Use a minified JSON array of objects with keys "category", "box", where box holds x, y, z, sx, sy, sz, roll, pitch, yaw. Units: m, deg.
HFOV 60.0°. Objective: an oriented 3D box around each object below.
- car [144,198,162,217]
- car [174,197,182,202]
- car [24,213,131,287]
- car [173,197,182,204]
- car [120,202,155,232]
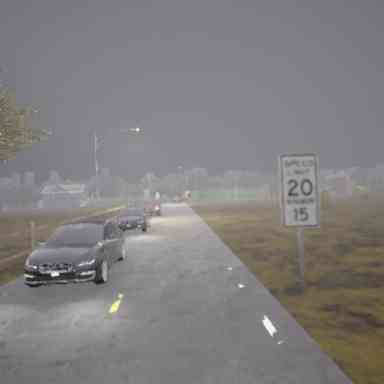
[{"category":"car","box":[-4.143,1.547,33.267,2.097,1.767,4.553,-2,0,-2]},{"category":"car","box":[-3.726,2.023,88.203,1.994,1.385,4.181,-2,-1,-2]},{"category":"car","box":[-3.178,1.615,9.874,1.837,1.490,4.892,-2,0,-3]},{"category":"car","box":[-3.431,1.867,78.073,2.097,1.767,4.553,-2,-1,0]},{"category":"car","box":[-3.656,1.644,20.990,1.837,1.490,4.892,-2,0,-2]}]
